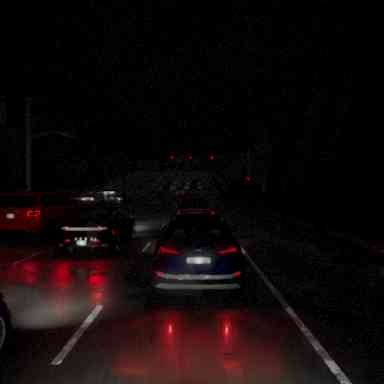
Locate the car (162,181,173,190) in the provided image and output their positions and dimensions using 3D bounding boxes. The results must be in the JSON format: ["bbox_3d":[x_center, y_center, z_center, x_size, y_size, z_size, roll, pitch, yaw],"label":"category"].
[{"bbox_3d":[-6.549,-1.257,84.909,2.033,1.411,5.357,0,8,1],"label":"car"}]

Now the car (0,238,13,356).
[{"bbox_3d":[-3.392,1.483,2.643,1.812,1.442,4.674,0,1,0],"label":"car"}]

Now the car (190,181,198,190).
[{"bbox_3d":[0.458,-1.340,85.668,1.994,1.385,4.181,0,8,1],"label":"car"}]

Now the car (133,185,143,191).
[{"bbox_3d":[-13.565,-1.063,83.376,1.812,1.442,4.674,0,6,1],"label":"car"}]

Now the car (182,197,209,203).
[{"bbox_3d":[0.173,1.084,17.534,2.097,1.767,4.553,0,1,0],"label":"car"}]

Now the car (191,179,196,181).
[{"bbox_3d":[0.553,-2.834,95.242,1.837,1.490,4.892,0,8,1],"label":"car"}]

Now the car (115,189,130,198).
[{"bbox_3d":[-13.715,0.342,67.091,1.812,1.442,4.674,0,3,0],"label":"car"}]

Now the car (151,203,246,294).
[{"bbox_3d":[0.134,1.300,8.419,2.033,1.649,4.856,0,1,0],"label":"car"}]

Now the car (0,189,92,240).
[{"bbox_3d":[-6.869,0.983,15.549,2.150,2.045,5.566,0,1,3],"label":"car"}]

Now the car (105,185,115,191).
[{"bbox_3d":[-20.564,-1.083,83.554,1.812,1.442,4.674,0,6,1],"label":"car"}]

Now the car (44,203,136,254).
[{"bbox_3d":[-3.348,1.299,12.522,2.128,1.511,4.902,0,1,0],"label":"car"}]

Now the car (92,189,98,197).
[{"bbox_3d":[-20.710,0.159,67.357,2.097,1.767,4.553,0,3,0],"label":"car"}]

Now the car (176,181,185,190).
[{"bbox_3d":[-3.046,-1.320,85.285,1.812,1.442,4.674,0,8,1],"label":"car"}]
